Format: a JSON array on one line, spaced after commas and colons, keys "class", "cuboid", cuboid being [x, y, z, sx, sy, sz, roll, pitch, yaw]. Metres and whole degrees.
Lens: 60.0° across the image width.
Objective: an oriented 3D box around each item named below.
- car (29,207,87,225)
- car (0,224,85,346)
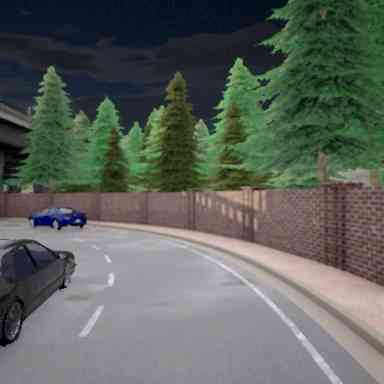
[{"class": "car", "cuboid": [-9.358, 1.766, 22.991, 5.008, 1.535, 1.882, -1, -2, 37]}, {"class": "car", "cuboid": [-3.730, 1.628, 6.315, 2.033, 1.411, 5.357, 0, -1, -6]}]
